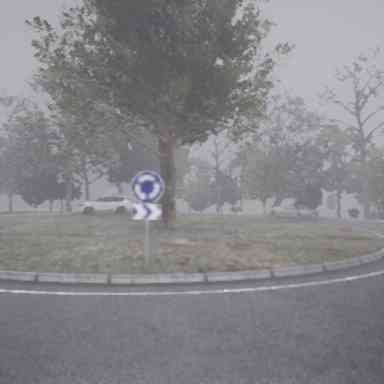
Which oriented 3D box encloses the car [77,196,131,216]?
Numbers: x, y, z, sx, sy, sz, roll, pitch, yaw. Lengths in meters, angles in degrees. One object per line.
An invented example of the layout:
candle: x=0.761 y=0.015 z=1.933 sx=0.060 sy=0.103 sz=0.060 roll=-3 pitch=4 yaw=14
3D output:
car: x=-9.334 y=1.409 z=35.554 sx=5.566 sy=2.045 sz=2.150 roll=0 pitch=-1 yaw=-24

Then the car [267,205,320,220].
car: x=9.620 y=1.908 z=32.021 sx=1.895 sy=1.301 sz=4.718 roll=1 pitch=-1 yaw=-41
